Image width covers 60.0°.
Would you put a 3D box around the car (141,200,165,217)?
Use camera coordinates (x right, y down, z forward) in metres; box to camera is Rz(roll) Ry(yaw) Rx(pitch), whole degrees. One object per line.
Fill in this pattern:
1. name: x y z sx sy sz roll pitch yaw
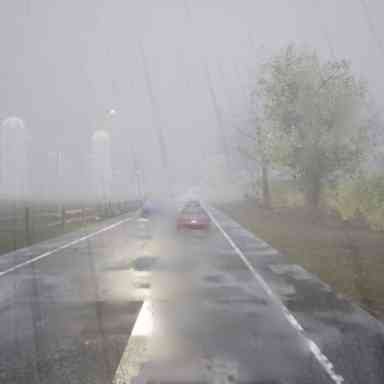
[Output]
1. car: -3.594 1.470 31.188 1.882 1.535 5.008 0 0 0

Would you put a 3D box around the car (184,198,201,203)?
1. car: 0.103 1.482 41.709 2.128 1.511 4.902 0 0 0

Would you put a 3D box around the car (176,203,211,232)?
1. car: 0.102 1.559 19.909 1.994 1.385 4.181 0 0 0
